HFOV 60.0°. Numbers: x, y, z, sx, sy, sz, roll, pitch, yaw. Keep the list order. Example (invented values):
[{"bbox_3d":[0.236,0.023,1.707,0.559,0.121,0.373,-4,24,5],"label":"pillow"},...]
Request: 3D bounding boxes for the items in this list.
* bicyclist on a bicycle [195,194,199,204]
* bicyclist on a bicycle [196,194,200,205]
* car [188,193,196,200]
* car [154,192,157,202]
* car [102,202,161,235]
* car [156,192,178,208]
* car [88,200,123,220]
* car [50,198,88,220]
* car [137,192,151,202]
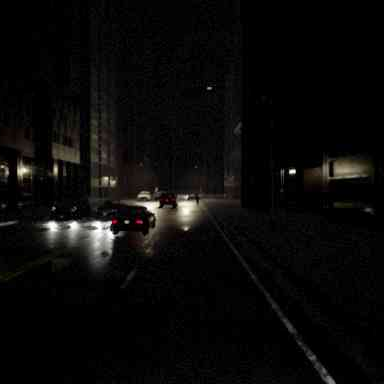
[{"bbox_3d":[0.890,1.190,57.660,0.659,1.776,1.843,0,0,0],"label":"bicyclist on a bicycle"},{"bbox_3d":[0.890,1.318,48.519,0.582,1.620,1.656,0,0,0],"label":"bicyclist on a bicycle"},{"bbox_3d":[-0.005,1.196,81.762,1.994,1.385,4.181,0,0,0],"label":"car"},{"bbox_3d":[-6.504,0.973,67.989,2.150,2.045,5.566,0,1,0],"label":"car"},{"bbox_3d":[-3.152,1.506,18.596,2.033,1.411,5.357,0,0,0],"label":"car"},{"bbox_3d":[-3.151,1.100,44.753,2.150,2.045,5.566,0,0,0],"label":"car"},{"bbox_3d":[-6.597,1.423,27.648,2.128,1.511,4.902,0,0,0],"label":"car"},{"bbox_3d":[-9.847,1.285,27.378,2.097,1.767,4.553,0,0,0],"label":"car"},{"bbox_3d":[-9.754,0.973,67.989,2.150,2.045,5.566,0,1,0],"label":"car"}]
